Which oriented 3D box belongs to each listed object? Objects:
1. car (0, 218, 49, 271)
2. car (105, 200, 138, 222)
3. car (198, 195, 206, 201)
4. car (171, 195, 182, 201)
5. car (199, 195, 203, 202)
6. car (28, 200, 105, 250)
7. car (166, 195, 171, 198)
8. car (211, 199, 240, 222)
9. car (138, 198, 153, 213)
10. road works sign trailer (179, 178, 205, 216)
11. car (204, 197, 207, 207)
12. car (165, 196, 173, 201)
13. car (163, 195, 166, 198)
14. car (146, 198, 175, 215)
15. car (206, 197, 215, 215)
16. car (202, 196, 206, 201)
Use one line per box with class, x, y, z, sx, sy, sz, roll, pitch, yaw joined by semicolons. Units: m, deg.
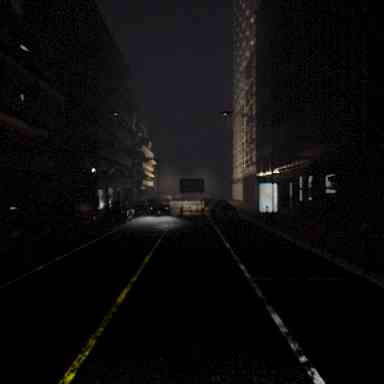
car;-5.690;1.583;8.852;1.802;1.307;4.206;0;0;0
car;-5.689;1.443;25.798;1.967;1.590;4.097;0;0;0
car;2.694;1.593;87.931;2.008;1.369;4.403;0;0;0
car;-2.996;1.393;75.062;1.895;1.301;4.718;0;0;0
car;2.694;1.576;76.634;1.887;1.381;4.507;0;0;0
car;-5.691;1.317;14.500;2.192;1.841;5.009;0;0;0
car;-5.686;1.471;76.634;1.967;1.590;4.097;0;0;0
car;2.691;1.529;25.967;1.752;1.417;4.829;0;0;0
car;-5.689;1.556;37.094;2.008;1.369;4.403;0;0;0
road works sign trailer;0.002;0.469;31.605;2.380;3.560;2.880;0;0;0
car;2.691;1.556;37.095;2.008;1.369;4.403;0;0;0
car;-5.686;1.618;82.283;1.802;1.307;4.206;0;0;0
car;-5.688;1.539;53.871;1.752;1.417;4.829;0;0;0
car;-3.096;1.605;33.528;1.895;1.301;4.718;0;0;0
car;2.692;1.444;31.445;1.967;1.590;4.097;0;0;0
car;2.693;1.576;48.391;1.947;1.339;4.313;0;0;0
